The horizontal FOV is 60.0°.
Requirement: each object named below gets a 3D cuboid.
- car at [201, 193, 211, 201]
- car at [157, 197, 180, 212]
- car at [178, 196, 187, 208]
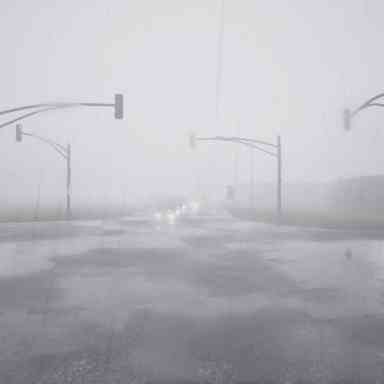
[{"bbox_3d":[3.362,1.191,79.079,2.150,2.045,5.566,0,0,5],"label":"car"},{"bbox_3d":[-2.812,1.600,38.245,1.895,1.301,4.718,0,0,3],"label":"car"},{"bbox_3d":[-2.357,1.486,47.560,2.128,1.511,4.902,0,0,3],"label":"car"}]
